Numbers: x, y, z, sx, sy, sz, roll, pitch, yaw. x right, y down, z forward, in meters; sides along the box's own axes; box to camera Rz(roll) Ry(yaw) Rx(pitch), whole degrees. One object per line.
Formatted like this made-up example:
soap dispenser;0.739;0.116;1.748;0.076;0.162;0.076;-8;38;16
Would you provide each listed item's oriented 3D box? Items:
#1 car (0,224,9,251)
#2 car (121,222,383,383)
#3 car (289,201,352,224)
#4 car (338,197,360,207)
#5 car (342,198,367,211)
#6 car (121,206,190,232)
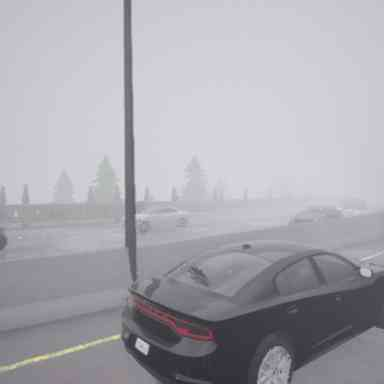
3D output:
car;-8.720;1.572;10.786;4.892;1.490;1.837;0;0;-36
car;1.401;1.481;5.099;5.008;1.535;1.882;0;0;-39
car;8.167;1.559;21.316;2.033;1.411;5.357;-1;0;41
car;24.459;1.574;51.702;1.994;1.385;4.181;-1;0;40
car;20.059;1.507;40.948;1.837;1.490;4.892;-1;0;40
car;-2.153;1.594;20.769;4.674;1.442;1.812;0;0;-44
